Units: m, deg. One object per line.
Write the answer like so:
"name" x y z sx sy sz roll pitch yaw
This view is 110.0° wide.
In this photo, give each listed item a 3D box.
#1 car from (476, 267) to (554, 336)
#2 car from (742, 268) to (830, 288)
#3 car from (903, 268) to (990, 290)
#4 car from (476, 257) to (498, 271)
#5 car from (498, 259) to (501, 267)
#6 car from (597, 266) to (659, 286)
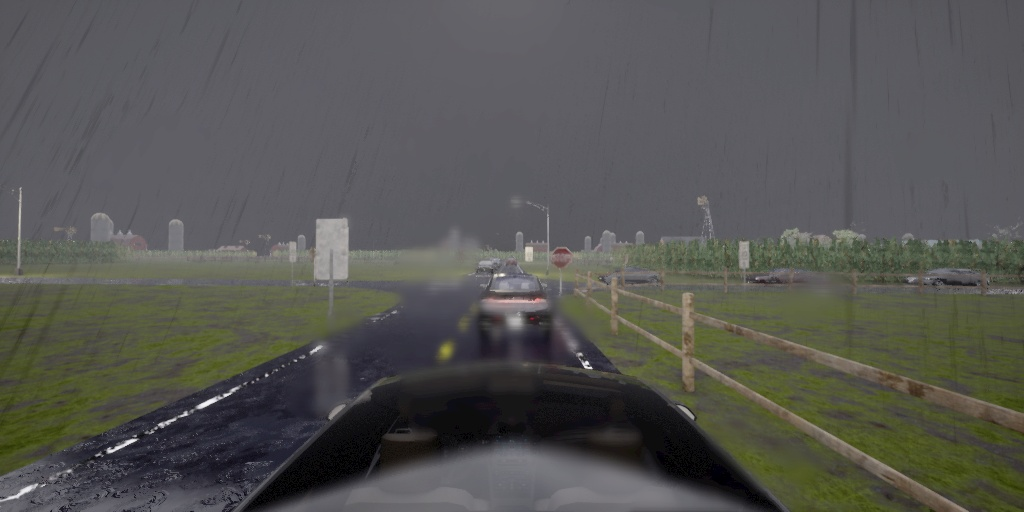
"car" 0.079 1.242 10.356 2.128 1.511 4.902 0 0 0
"car" 19.931 1.561 26.169 5.357 1.411 2.033 1 -1 0
"car" 31.571 1.645 26.161 4.902 1.511 2.128 1 -1 0
"car" -2.959 1.210 40.886 1.882 1.535 5.008 0 0 0
"car" -2.981 1.287 50.045 1.994 1.385 4.181 0 0 0
"car" 8.340 1.437 25.891 4.181 1.385 1.994 1 -1 -4
